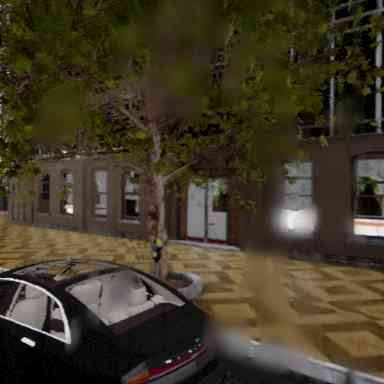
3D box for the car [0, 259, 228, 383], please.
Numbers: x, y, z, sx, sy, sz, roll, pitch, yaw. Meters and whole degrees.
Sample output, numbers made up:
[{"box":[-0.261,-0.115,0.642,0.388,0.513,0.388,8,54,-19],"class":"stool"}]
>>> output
[{"box":[-1.692,1.521,4.084,4.403,1.369,2.008,1,0,36],"class":"car"}]
